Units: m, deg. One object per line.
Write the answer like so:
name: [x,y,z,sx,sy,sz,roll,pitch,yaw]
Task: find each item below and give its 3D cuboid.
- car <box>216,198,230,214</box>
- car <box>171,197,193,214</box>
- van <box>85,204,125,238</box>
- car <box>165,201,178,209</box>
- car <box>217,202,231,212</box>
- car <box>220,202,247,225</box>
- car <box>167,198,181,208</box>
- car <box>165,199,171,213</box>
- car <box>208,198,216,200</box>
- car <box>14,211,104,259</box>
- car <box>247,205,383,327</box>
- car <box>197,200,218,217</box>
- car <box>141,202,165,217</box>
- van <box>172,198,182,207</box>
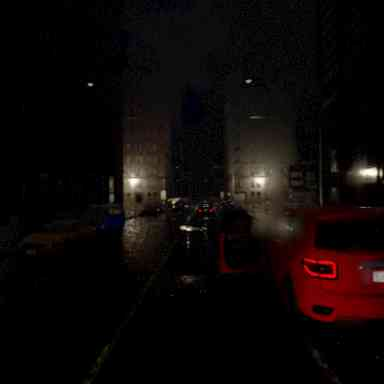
car: [4.288,1.863,41.548,1.967,1.590,4.097,-1,-1,2]
car: [-1.369,1.835,42.748,2.097,1.767,4.553,-1,0,3]
van: [-5.075,1.614,19.348,1.690,1.788,3.998,-1,-1,2]
car: [-3.598,2.228,58.796,1.947,1.339,4.313,-1,-1,2]
car: [4.500,2.059,47.182,1.802,1.307,4.206,-1,-1,2]
car: [3.868,1.863,30.277,2.008,1.369,4.403,-1,-1,2]
car: [-3.389,2.031,64.434,2.192,1.841,5.009,-1,-1,2]
car: [-4.231,1.941,41.890,1.967,1.590,4.097,-1,-1,2]
car: [1.780,1.979,45.838,2.128,1.511,4.902,-1,-1,2]
car: [-5.291,1.734,13.539,1.752,1.417,4.829,-1,-1,2]
car: [2.730,1.286,7.245,2.150,2.045,5.566,-1,-1,2]
car: [1.483,1.940,36.039,2.033,1.411,5.357,-1,-1,3]
car: [-4.440,2.028,36.252,1.802,1.307,4.206,-1,-1,2]
van: [-3.178,2.109,70.071,1.690,1.788,3.998,-1,-1,2]
